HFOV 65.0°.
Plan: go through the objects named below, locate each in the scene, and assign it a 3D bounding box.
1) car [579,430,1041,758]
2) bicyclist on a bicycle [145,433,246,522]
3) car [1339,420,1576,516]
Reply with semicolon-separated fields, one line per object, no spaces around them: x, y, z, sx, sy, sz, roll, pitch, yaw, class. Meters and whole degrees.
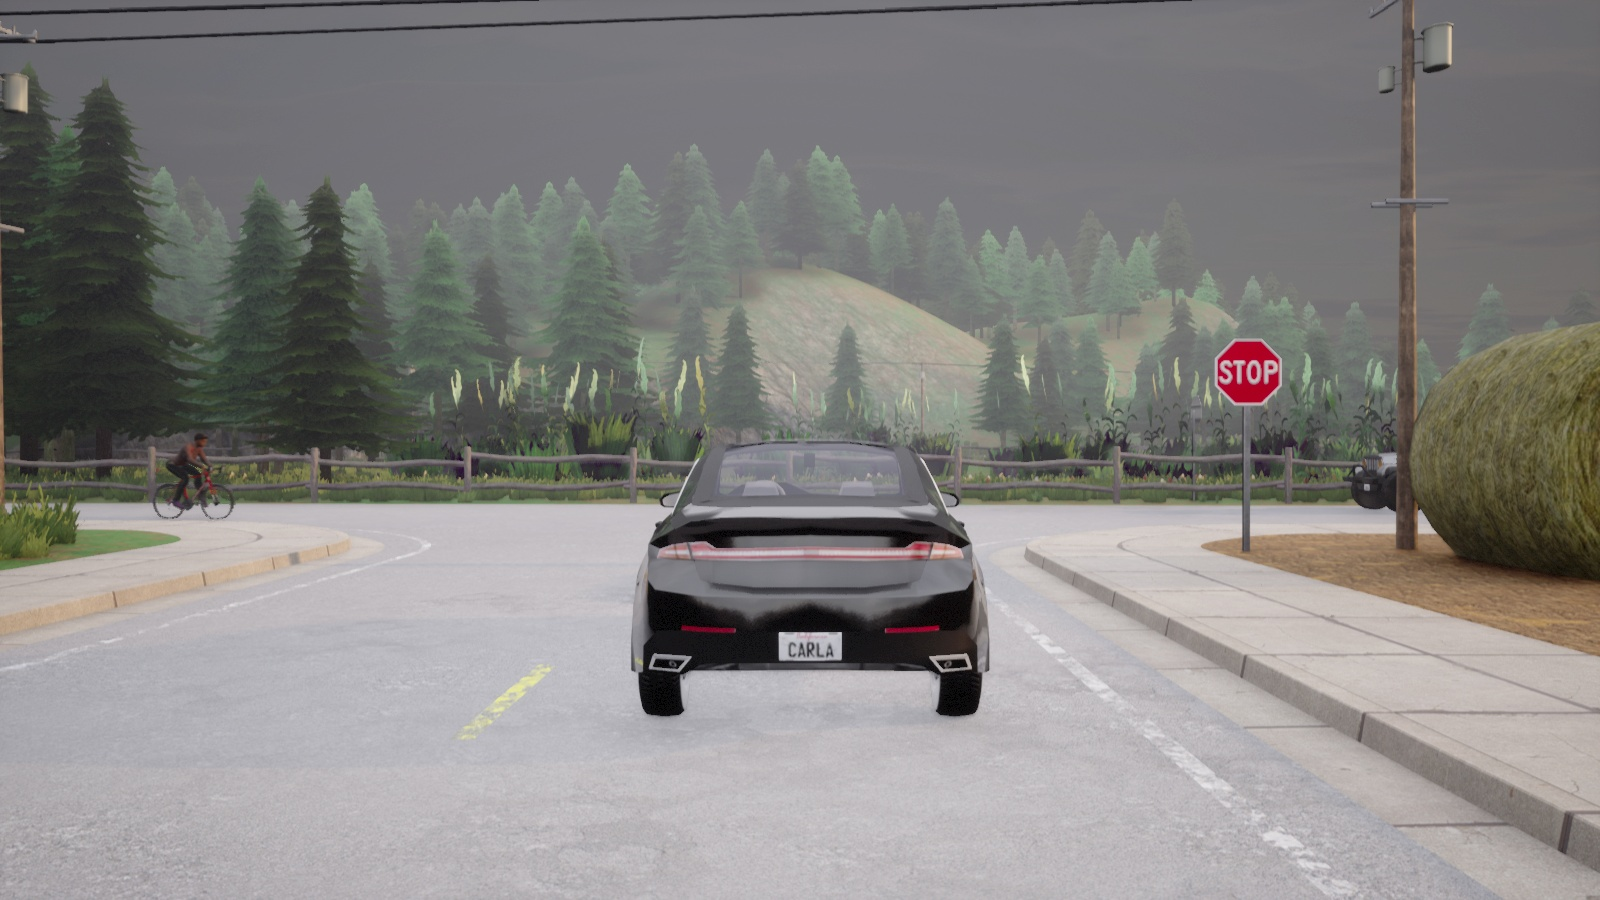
0.062;0.647;8.241;2.128;1.511;4.902;0;0;0;car
-11.305;0.498;23.492;1.656;1.620;0.582;1;1;8;bicyclist on a bicycle
13.389;0.345;25.757;3.866;1.878;1.905;0;0;3;car
